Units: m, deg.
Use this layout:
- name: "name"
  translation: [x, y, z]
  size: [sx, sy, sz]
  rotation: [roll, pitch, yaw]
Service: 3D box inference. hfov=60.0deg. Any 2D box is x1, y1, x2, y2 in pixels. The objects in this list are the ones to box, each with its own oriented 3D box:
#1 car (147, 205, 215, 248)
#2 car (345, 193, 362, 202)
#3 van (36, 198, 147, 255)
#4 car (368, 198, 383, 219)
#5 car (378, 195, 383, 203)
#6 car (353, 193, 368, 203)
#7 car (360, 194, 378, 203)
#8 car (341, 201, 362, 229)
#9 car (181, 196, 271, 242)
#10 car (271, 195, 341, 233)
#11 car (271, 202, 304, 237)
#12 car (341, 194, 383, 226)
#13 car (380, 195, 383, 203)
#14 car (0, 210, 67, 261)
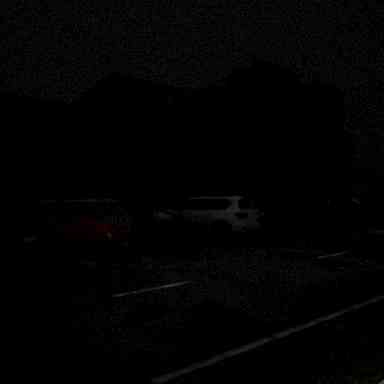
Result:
- name: "car"
  translation: [-1.795, 1.471, 14.694]
  size: [5.008, 1.535, 2.097]
  rotation: [-1, -1, 35]
- name: "car"
  translation: [31.356, 1.093, 64.484]
  size: [2.185, 1.767, 4.553]
  rotation: [0, -1, 36]
- name: "van"
  translation: [-4.152, 1.239, 12.895]
  size: [4.442, 1.987, 1.878]
  rotation: [-1, -1, 35]
- name: "car"
  translation: [17.867, 1.382, 28.547]
  size: [4.553, 1.767, 2.185]
  rotation: [-1, -1, 35]
- name: "car"
  translation: [34.725, 1.259, 59.630]
  size: [2.002, 1.452, 4.674]
  rotation: [1, 0, 35]
- name: "car"
  translation: [40.906, 1.505, 80.522]
  size: [2.435, 2.045, 5.566]
  rotation: [1, -2, 36]
- name: "car"
  translation: [33.046, 1.220, 62.065]
  size: [2.231, 1.521, 4.892]
  rotation: [0, -1, 36]
- name: "car"
  translation: [8.047, 1.518, 21.618]
  size: [4.792, 1.488, 2.163]
  rotation: [-1, -1, 35]
- name: "car"
  translation: [0.634, 1.224, 16.442]
  size: [5.566, 2.045, 2.435]
  rotation: [-1, -1, 35]
- name: "car"
  translation: [5.539, 1.233, 19.911]
  size: [5.566, 2.045, 2.435]
  rotation: [-1, -1, 35]
- name: "car"
  translation: [3.112, 1.480, 18.165]
  size: [5.008, 1.535, 2.097]
  rotation: [-1, -1, 35]
- name: "car"
  translation: [10.500, 1.242, 23.360]
  size: [5.566, 2.045, 2.435]
  rotation: [-1, -1, 35]
- name: "car"
  translation: [44.351, 1.632, 75.587]
  size: [2.185, 1.767, 4.553]
  rotation: [1, -2, 36]
- name: "car"
  translation: [-6.732, 1.491, 11.227]
  size: [4.792, 1.488, 2.163]
  rotation: [-1, -1, 35]
